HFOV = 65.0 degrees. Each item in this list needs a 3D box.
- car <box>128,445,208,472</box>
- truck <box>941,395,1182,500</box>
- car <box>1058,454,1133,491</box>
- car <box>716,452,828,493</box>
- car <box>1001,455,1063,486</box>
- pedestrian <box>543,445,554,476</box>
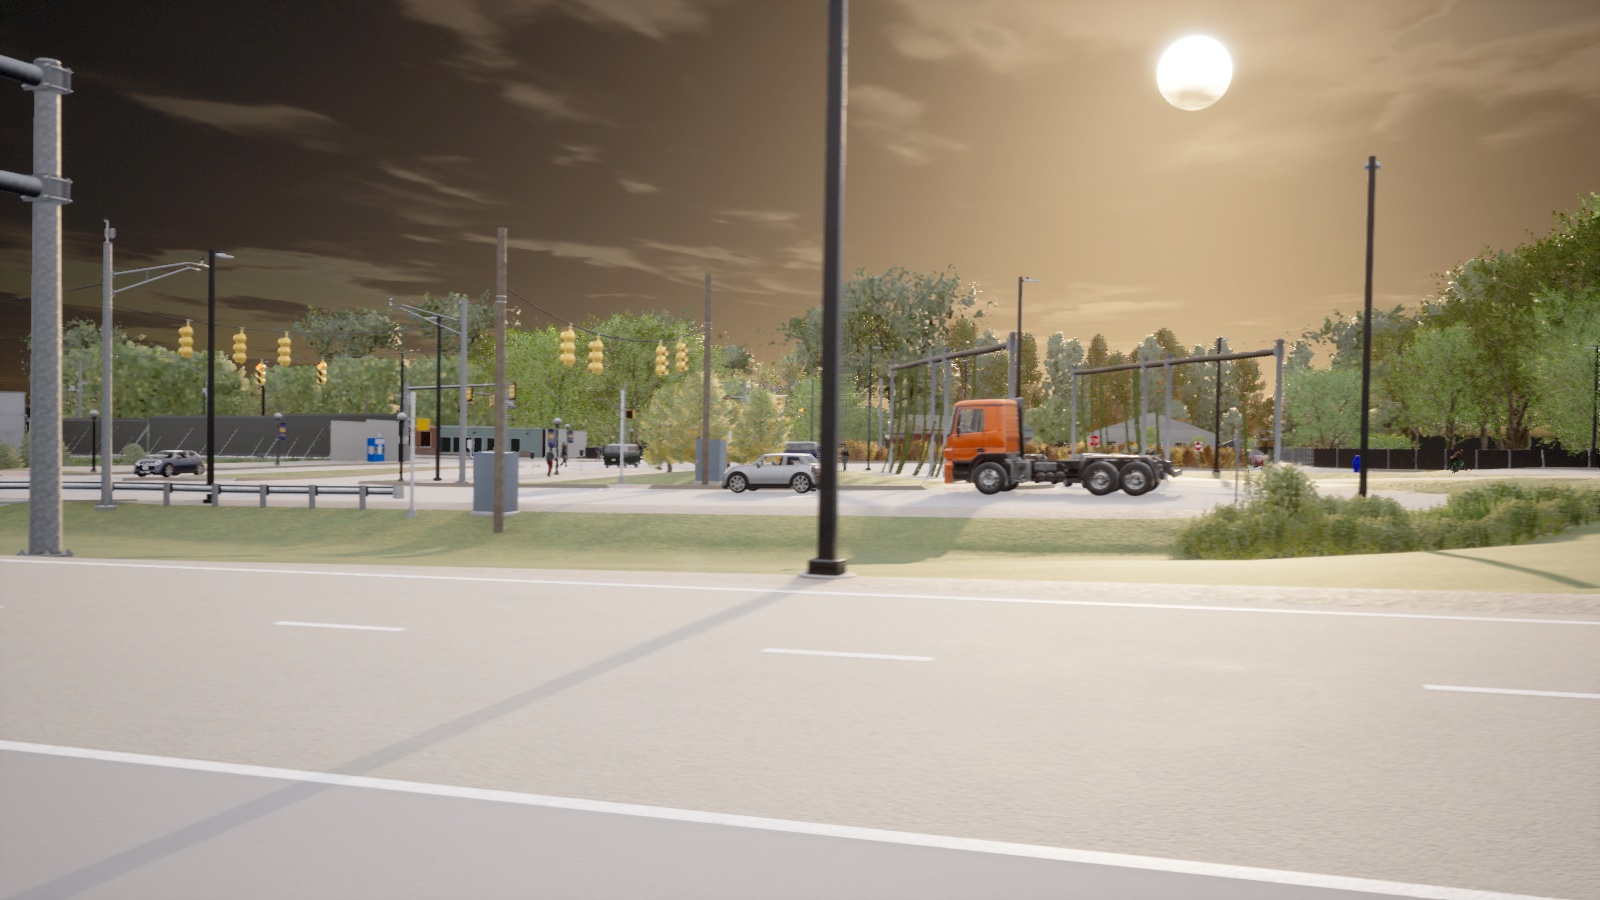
[{"bbox_3d":[-35.523,0.451,70.678,1.970,1.475,3.806,1,1,14],"label":"car"},{"bbox_3d":[9.215,-0.118,44.282,7.936,3.462,2.891,0,1,22],"label":"truck"},{"bbox_3d":[12.614,0.936,53.835,1.970,1.475,3.806,1,-1,-6],"label":"car"},{"bbox_3d":[-1.047,0.814,47.700,3.806,1.475,1.970,0,1,18],"label":"car"},{"bbox_3d":[11.554,0.992,62.800,1.970,1.475,3.806,1,0,-8],"label":"car"},{"bbox_3d":[-15.058,0.606,75.273,0.353,1.847,0.614,2,1,16],"label":"pedestrian"}]
